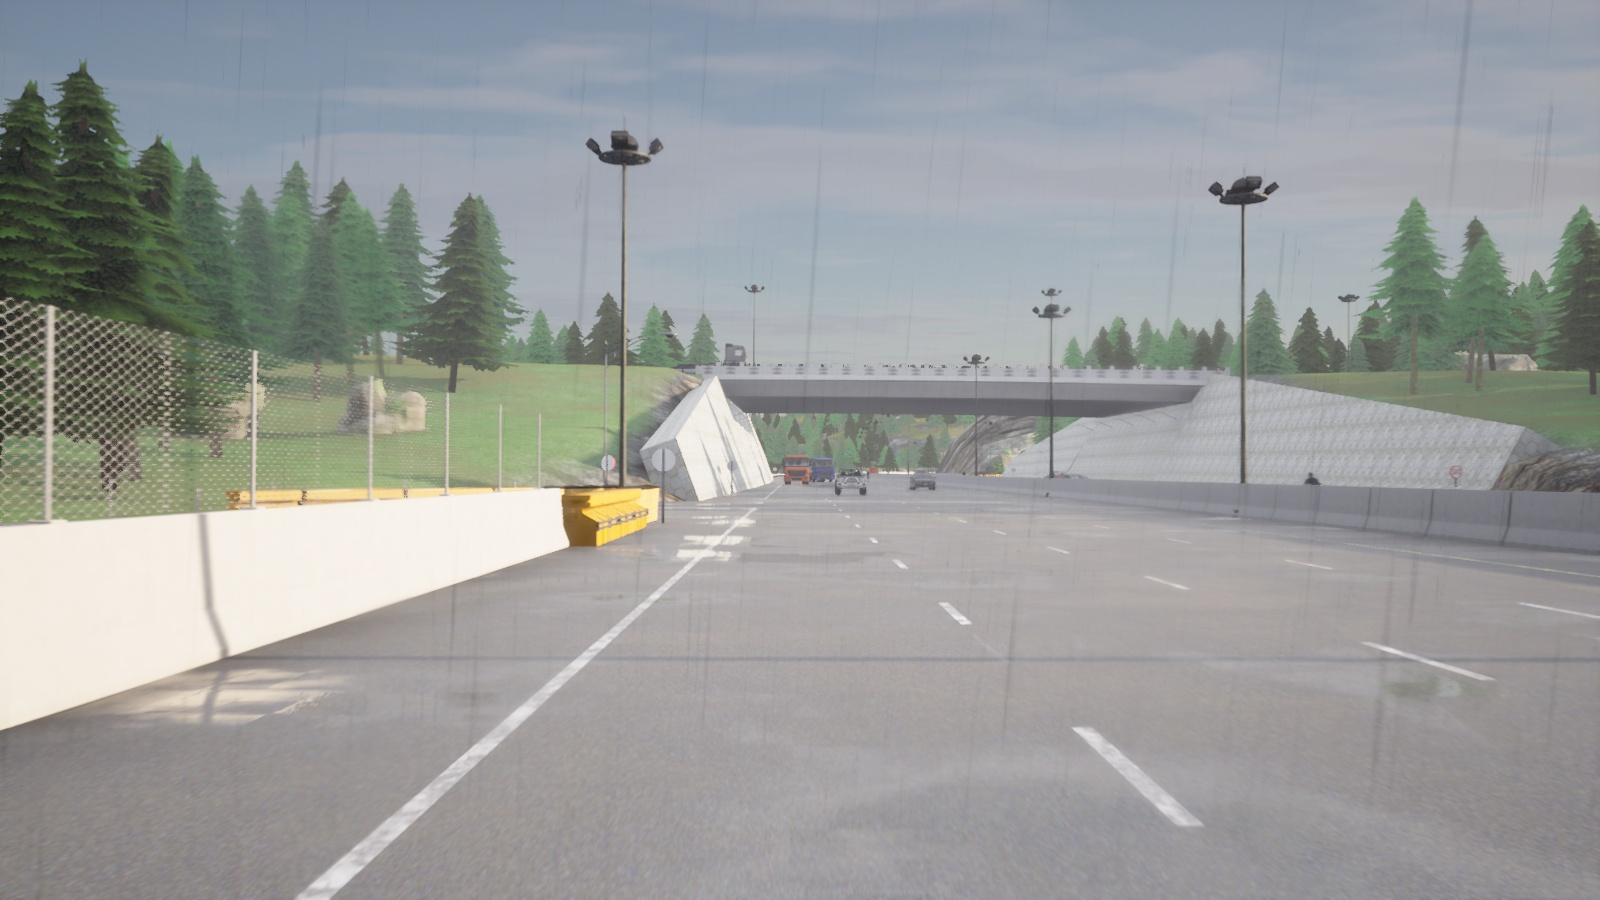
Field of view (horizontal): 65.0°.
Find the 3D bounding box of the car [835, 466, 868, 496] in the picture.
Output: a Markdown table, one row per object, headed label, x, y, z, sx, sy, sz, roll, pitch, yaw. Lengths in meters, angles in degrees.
| label | x | y | z | sx | sy | sz | roll | pitch | yaw |
| --- | --- | --- | --- | --- | --- | --- | --- | --- | --- |
| car | 3.302 | 1.984 | 81.607 | 1.932 | 1.855 | 4.605 | 0 | -1 | 0 |
